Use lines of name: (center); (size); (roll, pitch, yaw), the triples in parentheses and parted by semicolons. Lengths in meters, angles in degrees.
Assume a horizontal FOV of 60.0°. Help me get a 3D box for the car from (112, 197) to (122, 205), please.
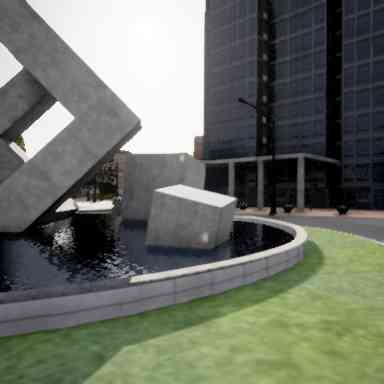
car: (-15.018, 1.781, 67.186); (1.837, 1.490, 4.892); (0, 0, -7)
